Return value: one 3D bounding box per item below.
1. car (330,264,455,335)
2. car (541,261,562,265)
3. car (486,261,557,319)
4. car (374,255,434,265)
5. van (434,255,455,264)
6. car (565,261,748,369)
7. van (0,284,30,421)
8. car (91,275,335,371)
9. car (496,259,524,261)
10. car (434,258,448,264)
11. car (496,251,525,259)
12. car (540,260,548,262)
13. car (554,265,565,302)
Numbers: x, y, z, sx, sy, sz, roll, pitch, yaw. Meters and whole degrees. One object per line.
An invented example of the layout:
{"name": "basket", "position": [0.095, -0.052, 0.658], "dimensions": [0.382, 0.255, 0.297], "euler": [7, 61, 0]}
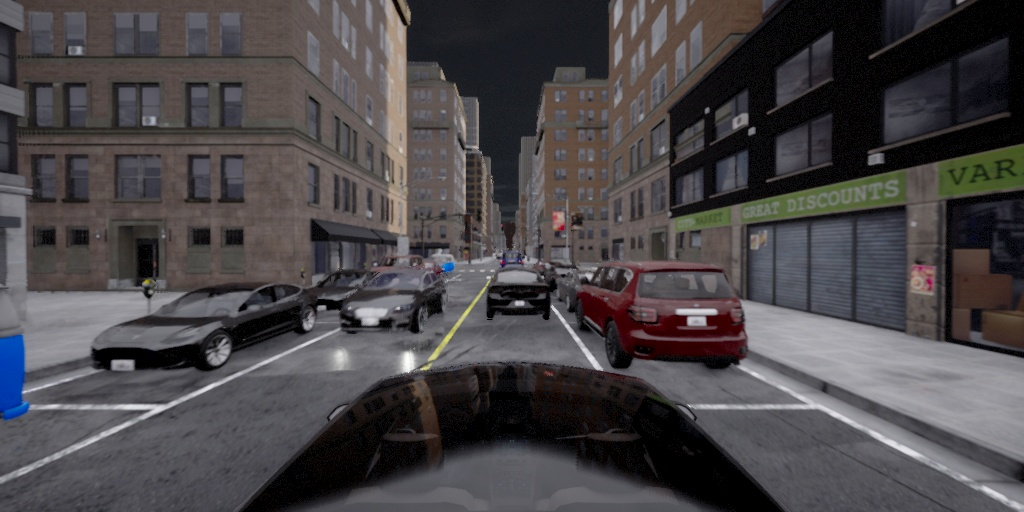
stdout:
{"name": "car", "position": [-3.099, 1.142, 10.287], "dimensions": [2.128, 1.511, 4.902], "euler": [0, 1, 0]}
{"name": "car", "position": [2.670, 1.117, 18.752], "dimensions": [1.948, 1.339, 4.313], "euler": [0, 0, 0]}
{"name": "car", "position": [0.139, 1.106, 12.175], "dimensions": [1.882, 1.535, 5.008], "euler": [0, 1, -2]}
{"name": "car", "position": [-5.855, 0.866, 18.748], "dimensions": [2.192, 1.841, 5.009], "euler": [0, 0, 0]}
{"name": "van", "position": [-5.855, 0.760, 29.920], "dimensions": [1.690, 1.789, 3.998], "euler": [0, 0, 0]}
{"name": "car", "position": [2.669, 0.997, 7.583], "dimensions": [2.192, 1.841, 5.009], "euler": [0, 0, 0]}
{"name": "van", "position": [-5.857, 1.087, 1.992], "dimensions": [1.690, 1.789, 3.998], "euler": [0, 0, 0]}
{"name": "car", "position": [-5.856, 1.247, 7.578], "dimensions": [1.948, 1.339, 4.313], "euler": [0, 0, 0]}
{"name": "car", "position": [0.109, 1.071, 22.468], "dimensions": [1.994, 1.385, 4.181], "euler": [0, 1, -1]}
{"name": "car", "position": [-5.855, 1.030, 24.335], "dimensions": [1.888, 1.381, 4.507], "euler": [0, 0, 0]}
{"name": "car", "position": [0.016, 0.611, 32.513], "dimensions": [2.150, 2.045, 5.566], "euler": [0, 1, 1]}
{"name": "car", "position": [2.670, 1.051, 24.337], "dimensions": [1.948, 1.339, 4.313], "euler": [0, 0, 0]}
{"name": "car", "position": [2.669, 1.167, 13.169], "dimensions": [2.007, 1.370, 4.403], "euler": [0, 0, 0]}
